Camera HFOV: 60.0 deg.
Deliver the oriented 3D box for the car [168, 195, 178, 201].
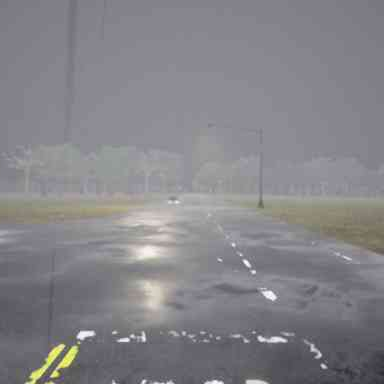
[{"bbox_3d":[-3.884,1.206,67.994,1.895,1.301,4.718,0,0,0],"label":"car"}]
